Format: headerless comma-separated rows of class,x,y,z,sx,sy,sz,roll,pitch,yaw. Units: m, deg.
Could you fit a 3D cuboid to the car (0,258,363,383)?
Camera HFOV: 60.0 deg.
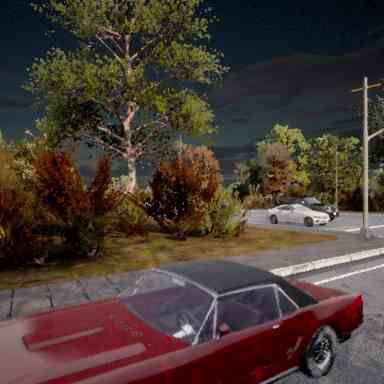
car,-0.045,1.601,3.954,4.718,1.301,1.895,0,0,-35

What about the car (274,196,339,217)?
car,9.084,1.316,27.263,2.150,2.045,5.566,0,-1,-37

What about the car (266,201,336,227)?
car,7.401,1.600,23.669,1.812,1.442,4.674,0,-1,-38

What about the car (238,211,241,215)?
car,2.854,1.589,34.535,2.097,1.767,4.553,0,-1,-42
